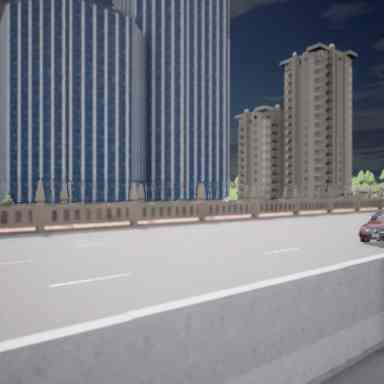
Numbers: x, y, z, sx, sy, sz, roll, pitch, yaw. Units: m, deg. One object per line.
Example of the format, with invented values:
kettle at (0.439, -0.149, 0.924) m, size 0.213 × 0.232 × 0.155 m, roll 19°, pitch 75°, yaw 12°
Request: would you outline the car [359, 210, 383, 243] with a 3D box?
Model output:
car at (9.383, 1.532, 14.905) m, size 4.674 × 1.442 × 1.812 m, roll 0°, pitch 0°, yaw -35°
